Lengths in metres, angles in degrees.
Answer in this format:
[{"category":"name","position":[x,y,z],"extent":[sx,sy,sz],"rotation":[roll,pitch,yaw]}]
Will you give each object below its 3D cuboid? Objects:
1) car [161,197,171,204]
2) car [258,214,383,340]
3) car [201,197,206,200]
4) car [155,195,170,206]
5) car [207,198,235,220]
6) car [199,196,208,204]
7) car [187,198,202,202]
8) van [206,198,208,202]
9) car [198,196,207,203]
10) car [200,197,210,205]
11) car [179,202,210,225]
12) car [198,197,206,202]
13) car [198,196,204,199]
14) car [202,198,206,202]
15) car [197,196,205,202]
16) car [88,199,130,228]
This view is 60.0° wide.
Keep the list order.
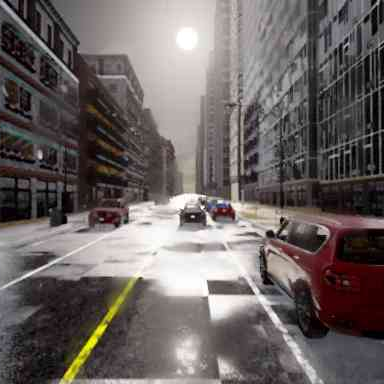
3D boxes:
[{"category":"car","position":[-5.804,1.879,74.363],"extent":[1.947,1.339,4.313],"rotation":[1,0,0]},{"category":"car","position":[2.694,1.346,6.561],"extent":[2.192,1.841,5.009],"rotation":[1,0,0]},{"category":"car","position":[2.623,1.766,46.119],"extent":[1.947,1.339,4.313],"rotation":[1,0,0]},{"category":"car","position":[-5.781,1.583,63.062],"extent":[2.192,1.841,5.009],"rotation":[1,0,0]},{"category":"car","position":[2.654,1.569,29.165],"extent":[1.967,1.590,4.097],"rotation":[1,0,0]},{"category":"car","position":[2.578,1.753,74.376],"extent":[1.967,1.590,4.097],"rotation":[1,0,0]},{"category":"car","position":[0.031,1.780,41.277],"extent":[1.895,1.301,4.718],"rotation":[0,0,0]},{"category":"van","position":[2.646,1.494,34.818],"extent":[1.690,1.788,3.998],"rotation":[1,0,0]},{"category":"car","position":[2.568,1.775,80.026],"extent":[1.967,1.590,4.097],"rotation":[1,0,0]},{"category":"car","position":[2.586,1.836,68.723],"extent":[1.887,1.381,4.507],"rotation":[1,0,0]},{"category":"car","position":[0.059,1.674,24.817],"extent":[1.994,1.385,4.181],"rotation":[0,0,0]},{"category":"car","position":[2.557,1.908,85.677],"extent":[2.008,1.369,4.403],"rotation":[1,0,0]},{"category":"car","position":[2.595,1.834,63.072],"extent":[1.947,1.339,4.313],"rotation":[1,0,0]},{"category":"car","position":[2.633,1.742,40.468],"extent":[1.947,1.339,4.313],"rotation":[1,0,0]},{"category":"car","position":[2.548,1.930,91.328],"extent":[2.008,1.369,4.403],"rotation":[1,0,0]},{"category":"car","position":[-5.715,1.419,23.503],"extent":[2.192,1.841,5.009],"rotation":[1,0,0]}]
